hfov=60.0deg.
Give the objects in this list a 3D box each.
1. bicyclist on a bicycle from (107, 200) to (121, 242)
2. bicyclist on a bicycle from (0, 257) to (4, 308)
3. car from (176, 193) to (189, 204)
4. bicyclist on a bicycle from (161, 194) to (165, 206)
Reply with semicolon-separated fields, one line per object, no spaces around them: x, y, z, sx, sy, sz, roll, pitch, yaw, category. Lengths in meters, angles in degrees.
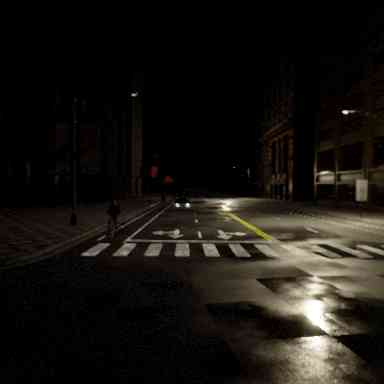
-3.486;1.230;14.641;0.659;1.776;1.843;1;0;0;bicyclist on a bicycle
-3.399;1.378;5.183;0.582;1.620;1.656;1;1;0;bicyclist on a bicycle
-1.578;0.960;54.768;2.097;1.767;4.553;1;0;0;car
-3.740;1.113;43.254;0.582;1.620;1.656;1;1;-1;bicyclist on a bicycle
